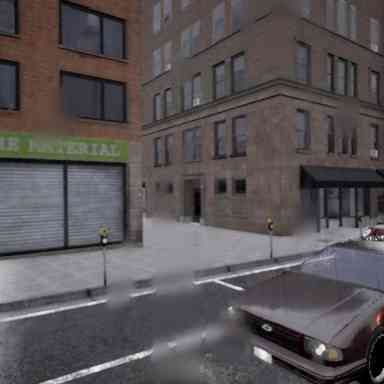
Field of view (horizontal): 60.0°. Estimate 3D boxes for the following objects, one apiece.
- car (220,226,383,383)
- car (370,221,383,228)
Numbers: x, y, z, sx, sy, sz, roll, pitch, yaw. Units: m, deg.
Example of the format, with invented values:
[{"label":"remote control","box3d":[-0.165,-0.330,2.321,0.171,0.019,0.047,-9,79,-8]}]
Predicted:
[{"label":"car","box3d":[3.015,1.561,5.514,5.357,1.411,2.033,0,0,-35]},{"label":"car","box3d":[8.071,1.475,12.380,4.097,1.590,1.967,0,-1,-35]}]
